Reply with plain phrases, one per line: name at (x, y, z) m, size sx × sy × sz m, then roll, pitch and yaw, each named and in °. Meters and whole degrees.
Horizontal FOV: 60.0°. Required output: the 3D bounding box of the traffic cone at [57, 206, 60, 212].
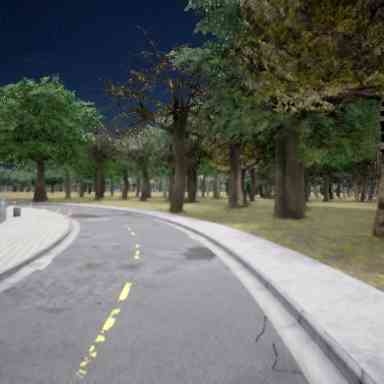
traffic cone at (-13.596, 1.752, 33.929) m, size 0.340 × 0.580 × 0.340 m, roll 0°, pitch 1°, yaw -36°

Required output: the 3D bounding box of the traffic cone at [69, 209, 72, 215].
traffic cone at (-10.965, 1.791, 29.957) m, size 0.340 × 0.580 × 0.340 m, roll 0°, pitch 0°, yaw -31°

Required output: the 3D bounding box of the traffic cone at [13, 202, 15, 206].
traffic cone at (-23.559, 1.621, 44.116) m, size 0.340 × 0.580 × 0.340 m, roll 1°, pitch 1°, yaw 38°

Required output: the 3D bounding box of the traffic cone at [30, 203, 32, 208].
traffic cone at (-19.920, 1.666, 41.039) m, size 0.340 × 0.580 × 0.340 m, roll 1°, pitch 1°, yaw 43°

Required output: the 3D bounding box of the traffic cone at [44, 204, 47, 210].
traffic cone at (-16.590, 1.710, 37.634) m, size 0.340 × 0.580 × 0.340 m, roll 0°, pitch 1°, yaw -42°
